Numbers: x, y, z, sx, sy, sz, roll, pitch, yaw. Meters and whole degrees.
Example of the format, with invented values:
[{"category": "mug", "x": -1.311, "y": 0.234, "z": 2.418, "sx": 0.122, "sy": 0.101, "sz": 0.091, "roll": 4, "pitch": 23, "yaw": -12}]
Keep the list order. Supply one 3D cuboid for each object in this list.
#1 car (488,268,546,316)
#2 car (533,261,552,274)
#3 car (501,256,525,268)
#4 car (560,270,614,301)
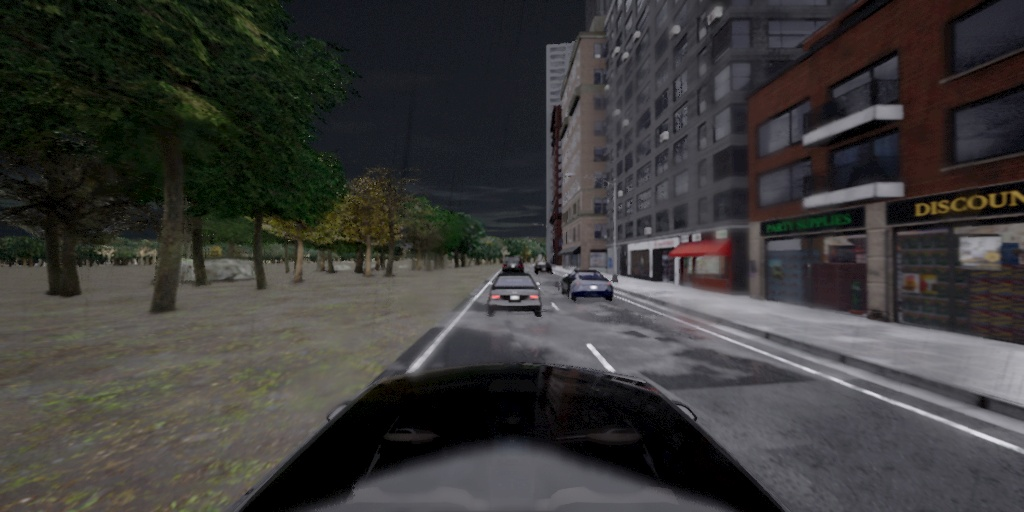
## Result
[{"category": "car", "x": 0.092, "y": 1.335, "z": 13.508, "sx": 2.033, "sy": 1.411, "sz": 5.357, "roll": 0, "pitch": 0, "yaw": 0}, {"category": "car", "x": 3.608, "y": 1.330, "z": 42.399, "sx": 1.882, "sy": 1.535, "sz": 5.008, "roll": 0, "pitch": 0, "yaw": 0}, {"category": "car", "x": 0.098, "y": 1.050, "z": 36.199, "sx": 2.150, "sy": 2.045, "sz": 5.566, "roll": 0, "pitch": 0, "yaw": 0}, {"category": "car", "x": 3.600, "y": 1.359, "z": 17.822, "sx": 1.994, "sy": 1.385, "sz": 4.181, "roll": 0, "pitch": 0, "yaw": 0}]
